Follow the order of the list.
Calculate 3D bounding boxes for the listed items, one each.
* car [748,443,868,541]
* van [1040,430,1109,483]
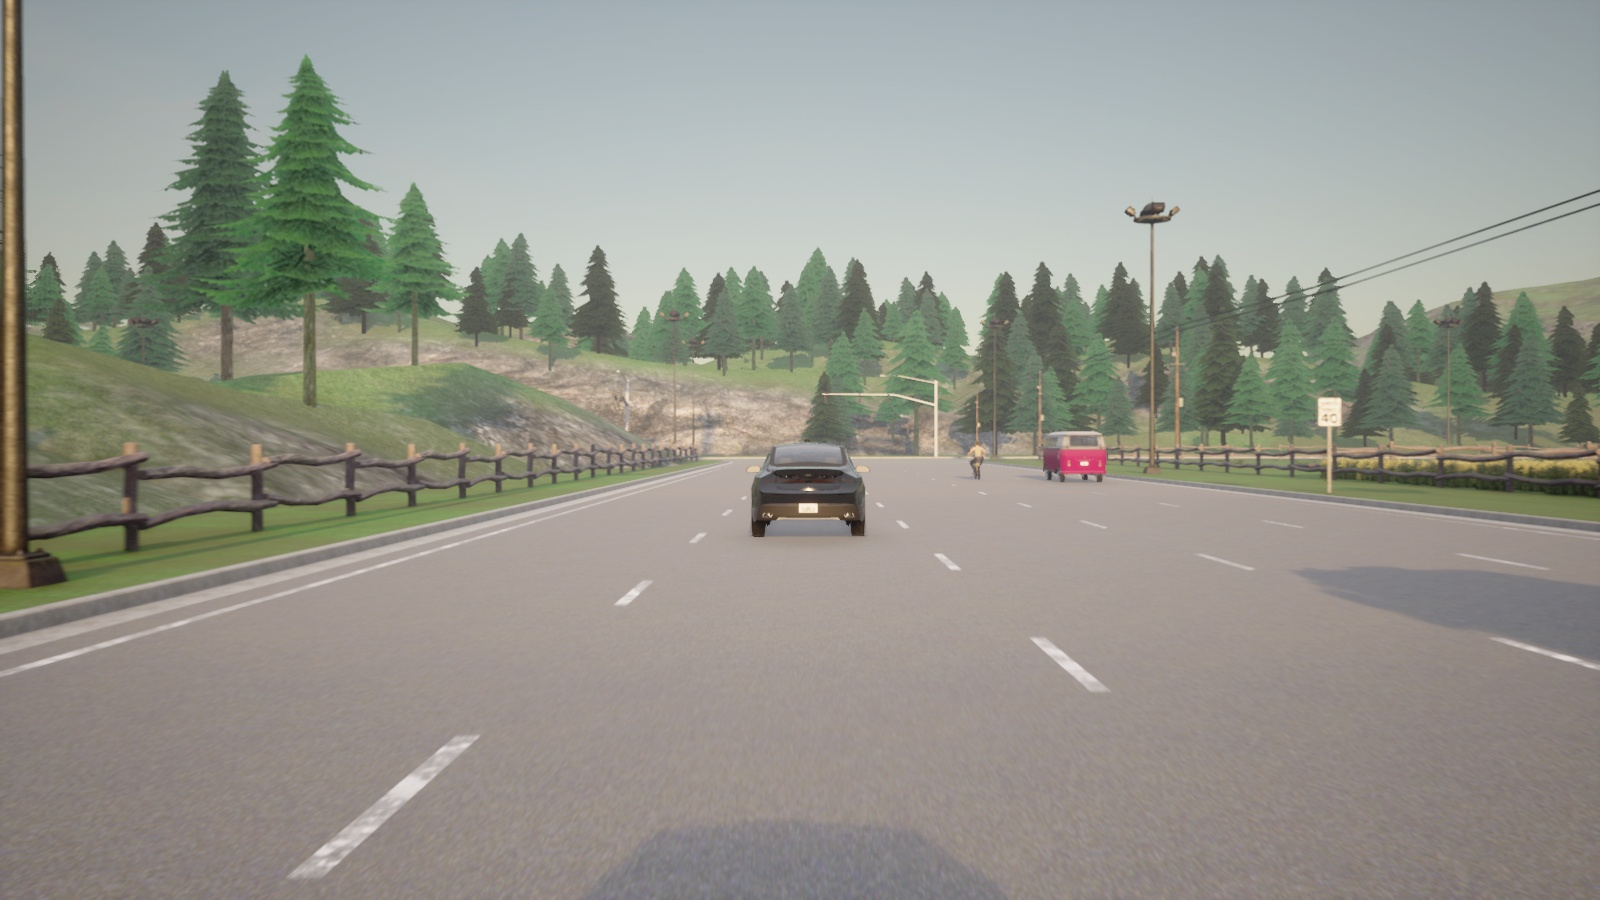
[{"bbox_3d":[0.139,0.637,21.653,1.837,1.490,4.892,0,0,0],"label":"car"},{"bbox_3d":[10.800,0.246,49.628,1.775,1.987,4.442,0,0,0],"label":"van"}]
